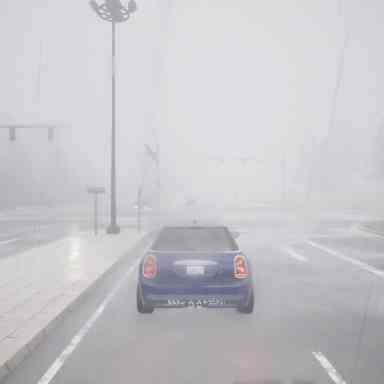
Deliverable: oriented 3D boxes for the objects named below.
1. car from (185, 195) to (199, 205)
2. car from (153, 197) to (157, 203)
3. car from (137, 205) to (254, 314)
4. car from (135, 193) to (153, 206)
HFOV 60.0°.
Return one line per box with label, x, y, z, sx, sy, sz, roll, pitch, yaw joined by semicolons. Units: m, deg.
car;-0.157;1.526;54.615;1.812;1.442;4.674;0;0;-1
car;-8.364;1.547;65.589;2.033;1.411;5.357;0;0;0
car;0.071;1.352;7.796;2.097;1.767;4.553;0;0;0
car;-8.266;1.352;55.975;2.097;1.767;4.553;0;0;-1
